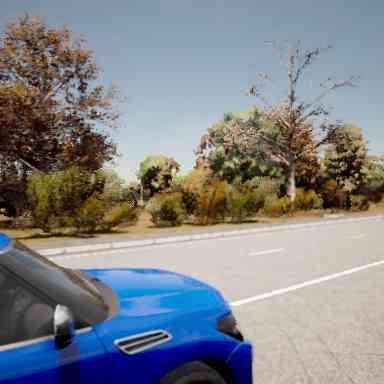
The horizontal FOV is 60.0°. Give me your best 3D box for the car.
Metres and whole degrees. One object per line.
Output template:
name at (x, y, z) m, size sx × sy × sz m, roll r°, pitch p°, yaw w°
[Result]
car at (-2.055, 1.229, 2.334) m, size 5.566 × 2.045 × 2.150 m, roll 0°, pitch 0°, yaw -36°
